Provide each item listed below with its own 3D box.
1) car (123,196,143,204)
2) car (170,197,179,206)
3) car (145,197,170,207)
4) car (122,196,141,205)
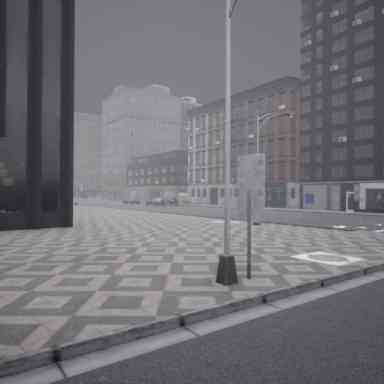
[{"bbox_3d":[-12.319,1.637,68.853,2.128,1.511,4.902,1,0,-36],"label":"car"},{"bbox_3d":[-4.170,1.628,57.495,1.837,1.490,4.892,1,-1,-36],"label":"car"},{"bbox_3d":[-5.938,1.623,54.267,1.812,1.442,4.674,1,0,-36],"label":"car"},{"bbox_3d":[-11.388,1.712,61.806,1.895,1.301,4.718,1,0,-36],"label":"car"}]
